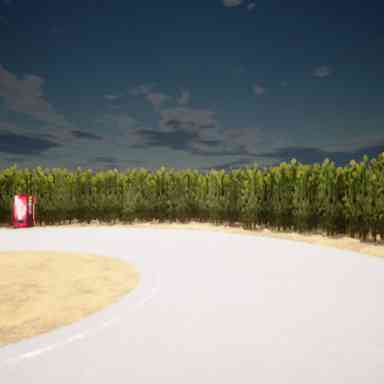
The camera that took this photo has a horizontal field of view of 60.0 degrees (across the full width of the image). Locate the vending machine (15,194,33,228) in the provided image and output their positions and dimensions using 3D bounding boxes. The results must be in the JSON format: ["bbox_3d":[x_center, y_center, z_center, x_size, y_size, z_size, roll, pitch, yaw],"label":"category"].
[{"bbox_3d":[-10.606,1.172,21.024,0.880,2.100,1.100,0,0,-20],"label":"vending machine"}]
